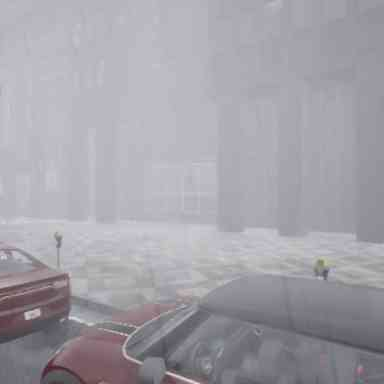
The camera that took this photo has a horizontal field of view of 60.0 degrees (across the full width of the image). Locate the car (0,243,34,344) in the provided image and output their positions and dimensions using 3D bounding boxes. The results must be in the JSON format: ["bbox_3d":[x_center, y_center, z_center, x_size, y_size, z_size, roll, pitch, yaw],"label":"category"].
[{"bbox_3d":[-4.046,1.598,5.971,4.507,1.381,1.887,-1,0,36],"label":"car"}]

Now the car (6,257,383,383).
[{"bbox_3d":[0.547,1.448,2.685,4.097,1.590,1.967,-1,0,36],"label":"car"}]
